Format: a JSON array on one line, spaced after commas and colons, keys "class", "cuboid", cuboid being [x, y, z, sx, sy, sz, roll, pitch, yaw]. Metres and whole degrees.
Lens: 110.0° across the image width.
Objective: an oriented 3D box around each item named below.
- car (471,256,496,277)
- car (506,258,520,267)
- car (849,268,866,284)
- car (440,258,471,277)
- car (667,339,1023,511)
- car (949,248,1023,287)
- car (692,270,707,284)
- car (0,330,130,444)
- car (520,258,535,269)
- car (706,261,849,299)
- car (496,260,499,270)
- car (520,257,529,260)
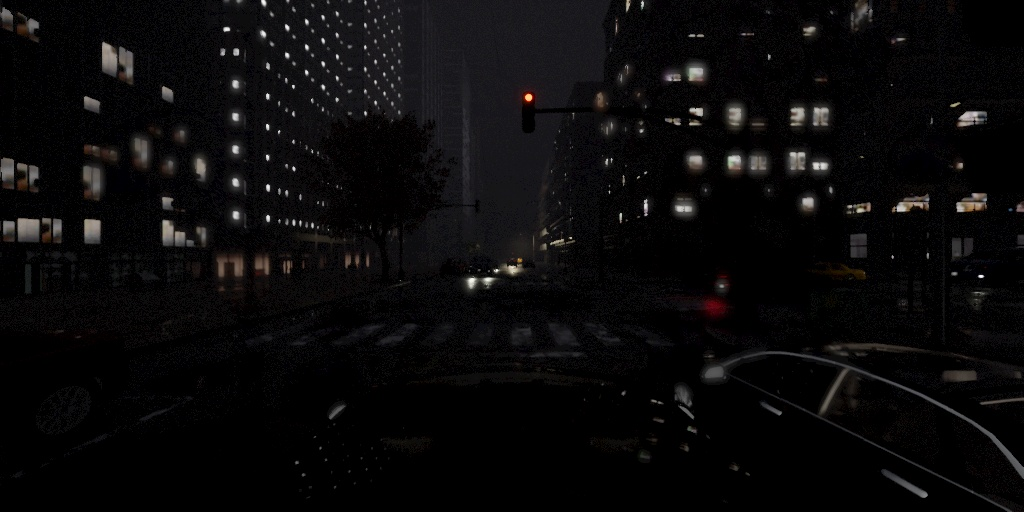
[{"class": "car", "cuboid": [-3.083, 0.976, 36.253, 2.150, 2.045, 5.566, 0, 0, 0]}, {"class": "car", "cuboid": [0.028, 1.265, 64.309, 2.128, 1.511, 4.902, 0, 0, 0]}, {"class": "car", "cuboid": [18.841, 0.986, 22.061, 4.829, 1.417, 1.751, 0, 0, -1]}, {"class": "car", "cuboid": [-5.676, 1.069, 34.990, 2.192, 1.841, 5.009, 0, 0, 0]}, {"class": "car", "cuboid": [2.689, 1.300, 2.598, 2.007, 1.370, 4.403, 0, 0, 0]}, {"class": "car", "cuboid": [26.852, 0.575, 19.548, 5.566, 2.045, 2.150, -1, 0, -1]}, {"class": "car", "cuboid": [13.444, 1.089, 22.009, 4.403, 1.370, 2.007, 0, 0, -1]}, {"class": "car", "cuboid": [-5.692, 1.295, 2.602, 1.888, 1.381, 4.507, 0, 0, 0]}, {"class": "car", "cuboid": [2.716, 1.332, 57.077, 1.948, 1.339, 4.313, 0, 0, 0]}, {"class": "car", "cuboid": [11.862, 1.065, 16.219, 4.892, 1.490, 1.837, -1, -1, -2]}, {"class": "car", "cuboid": [-3.057, 1.242, 54.456, 1.882, 1.535, 5.008, 0, 0, 0]}, {"class": "car", "cuboid": [2.718, 1.297, 62.769, 1.751, 1.417, 4.829, 0, 0, 0]}]
